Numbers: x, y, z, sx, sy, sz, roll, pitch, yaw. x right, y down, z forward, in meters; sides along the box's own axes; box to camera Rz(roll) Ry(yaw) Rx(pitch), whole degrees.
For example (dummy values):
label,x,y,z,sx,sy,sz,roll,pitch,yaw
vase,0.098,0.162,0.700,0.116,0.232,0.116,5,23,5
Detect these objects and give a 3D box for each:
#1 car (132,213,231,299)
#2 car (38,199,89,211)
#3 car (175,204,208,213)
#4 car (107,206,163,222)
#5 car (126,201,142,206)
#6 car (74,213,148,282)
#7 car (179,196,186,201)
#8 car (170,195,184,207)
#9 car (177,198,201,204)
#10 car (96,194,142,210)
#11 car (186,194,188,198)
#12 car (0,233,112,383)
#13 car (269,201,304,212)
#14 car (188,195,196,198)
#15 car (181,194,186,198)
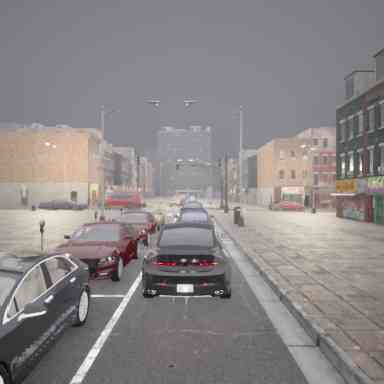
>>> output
label,x,y,z,sx,sy,sz,roll,pitch,yaw
car,-0.071,1.508,8.484,1.837,1.490,4.892,0,0,1
car,-14.627,1.490,37.948,5.357,1.411,2.033,0,0,2
car,0.104,1.536,15.928,1.812,1.442,4.674,0,0,0
car,-2.623,1.554,15.325,1.887,1.381,4.507,0,0,0
car,-2.619,1.541,20.648,1.752,1.417,4.829,0,0,0
car,-2.626,1.549,9.830,1.887,1.381,4.507,0,0,0
car,-2.573,1.762,90.884,1.887,1.381,4.507,0,0,0
car,-2.599,1.609,52.606,1.752,1.417,4.829,0,0,0
car,0.041,1.502,26.197,1.882,1.535,5.008,0,0,0
car,-8.926,1.225,40.893,5.566,2.045,2.150,0,0,0
car,-2.581,1.699,79.825,1.752,1.417,4.829,0,0,0
car,-2.630,1.552,4.336,2.008,1.369,4.403,0,0,0
car,11.600,1.760,41.001,4.181,1.385,1.994,0,0,1
car,0.055,1.705,81.368,1.812,1.442,4.674,0,0,0
car,-2.594,1.414,58.220,2.192,1.841,5.009,0,0,0
